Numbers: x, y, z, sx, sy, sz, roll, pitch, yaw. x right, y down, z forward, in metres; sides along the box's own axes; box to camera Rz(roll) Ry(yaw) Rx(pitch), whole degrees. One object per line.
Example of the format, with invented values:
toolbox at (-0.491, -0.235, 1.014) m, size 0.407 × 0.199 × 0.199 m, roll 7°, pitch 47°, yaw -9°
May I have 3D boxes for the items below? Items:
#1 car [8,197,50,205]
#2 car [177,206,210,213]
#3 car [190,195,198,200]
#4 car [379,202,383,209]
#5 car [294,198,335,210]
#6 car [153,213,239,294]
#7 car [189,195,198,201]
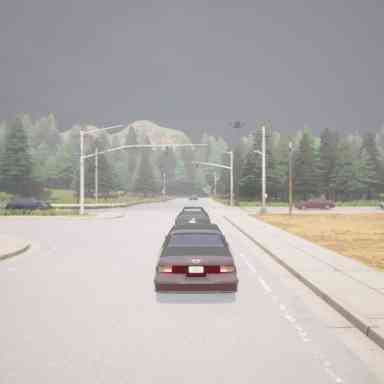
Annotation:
car at (-18.034, 1.388, 37.099) m, size 4.553 × 1.767 × 2.097 m, roll 0°, pitch 0°, yaw 1°
car at (0.069, 1.535, 19.534) m, size 1.994 × 1.385 × 4.181 m, roll 0°, pitch 0°, yaw 1°
car at (0.644, 1.421, 91.797) m, size 1.994 × 1.385 × 4.181 m, roll 0°, pitch 0°, yaw 2°
car at (25.049, 1.415, 39.964) m, size 4.674 × 1.442 × 1.812 m, roll 0°, pitch 0°, yaw 1°
car at (14.771, 1.449, 40.161) m, size 4.674 × 1.442 × 1.812 m, roll 0°, pitch 0°, yaw 1°
car at (0.085, 1.538, 8.927) m, size 2.033 × 1.411 × 5.357 m, roll 0°, pitch 0°, yaw 0°
car at (0.276, 1.479, 81.817) m, size 1.895 × 1.301 × 4.718 m, roll 0°, pitch 0°, yaw 2°
